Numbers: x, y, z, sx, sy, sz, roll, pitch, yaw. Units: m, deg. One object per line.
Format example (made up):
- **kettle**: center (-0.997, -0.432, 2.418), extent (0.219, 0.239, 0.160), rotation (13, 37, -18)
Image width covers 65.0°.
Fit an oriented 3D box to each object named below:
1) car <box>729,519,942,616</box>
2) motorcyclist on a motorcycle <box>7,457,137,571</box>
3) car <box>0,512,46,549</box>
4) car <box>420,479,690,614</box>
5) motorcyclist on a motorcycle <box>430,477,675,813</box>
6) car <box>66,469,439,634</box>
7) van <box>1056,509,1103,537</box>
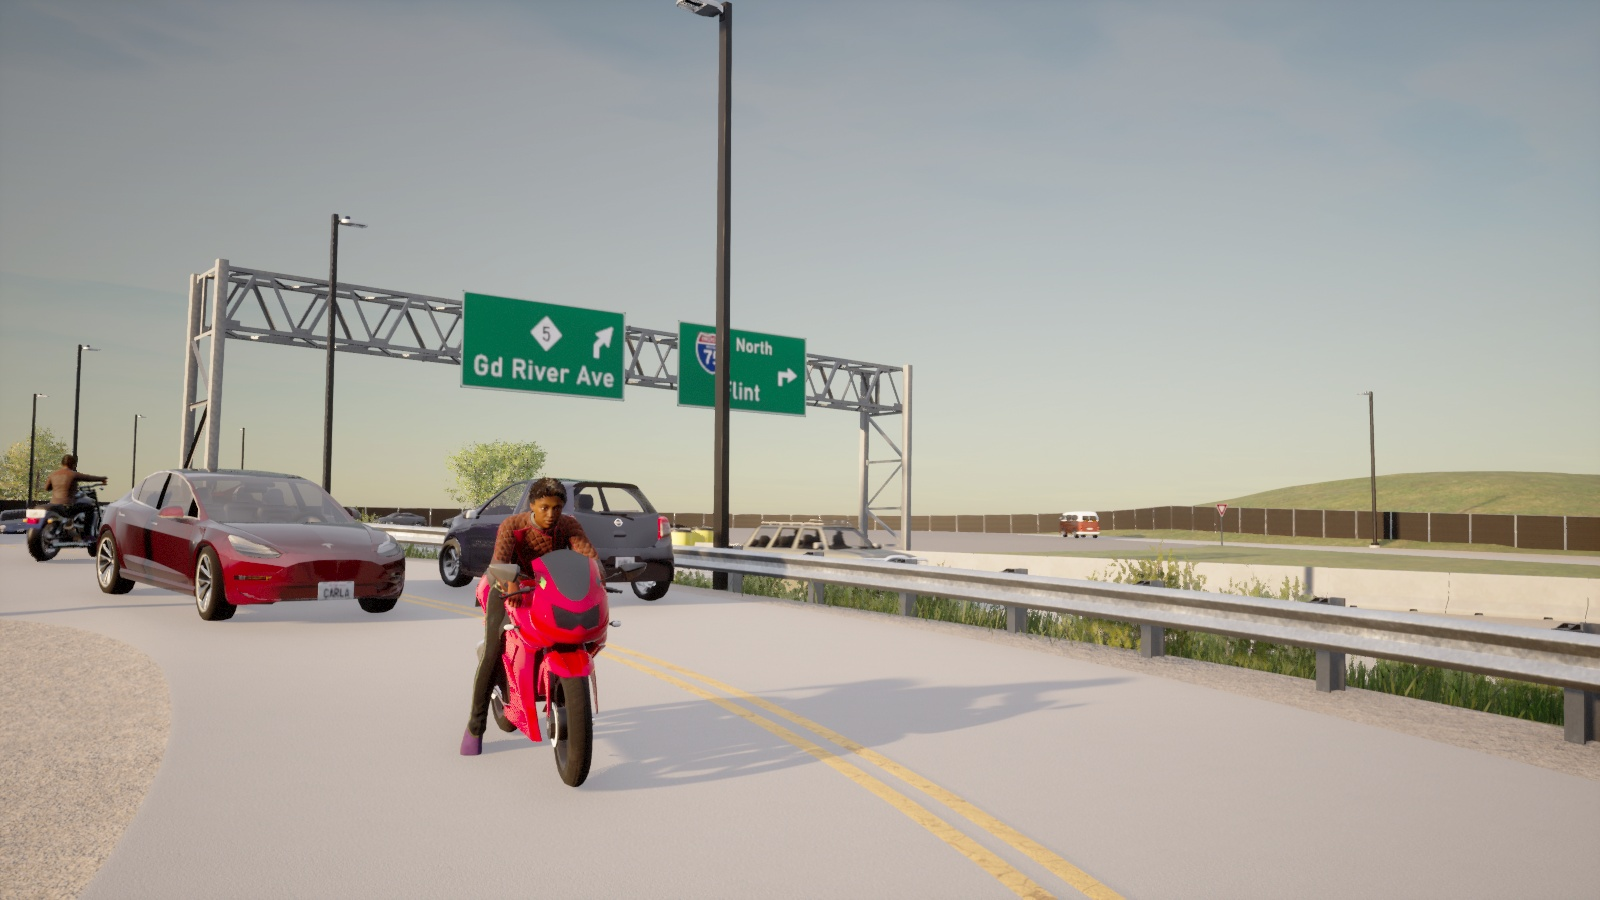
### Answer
- **car**: center (0.662, 2.420, 26.781), extent (1.932, 1.855, 4.605), rotation (3, -4, -40)
- **motorcyclist on a motorcycle**: center (-11.264, 0.983, 19.535), extent (0.766, 1.649, 2.350), rotation (1, -2, -5)
- **car**: center (-41.346, 4.249, 66.547), extent (1.851, 1.617, 3.988), rotation (-9, 3, -36)
- **car**: center (-3.265, 1.168, 16.326), extent (1.845, 1.501, 3.633), rotation (3, -2, -40)
- **motorcyclist on a motorcycle**: center (-1.418, 0.918, 6.837), extent (0.797, 1.523, 2.044), rotation (1, -1, -26)
- **car**: center (-6.269, 1.006, 14.076), extent (4.792, 1.488, 2.163), rotation (0, -2, 45)
- **van**: center (21.346, 5.546, 96.048), extent (2.069, 2.038, 4.480), rotation (1, -3, -9)
